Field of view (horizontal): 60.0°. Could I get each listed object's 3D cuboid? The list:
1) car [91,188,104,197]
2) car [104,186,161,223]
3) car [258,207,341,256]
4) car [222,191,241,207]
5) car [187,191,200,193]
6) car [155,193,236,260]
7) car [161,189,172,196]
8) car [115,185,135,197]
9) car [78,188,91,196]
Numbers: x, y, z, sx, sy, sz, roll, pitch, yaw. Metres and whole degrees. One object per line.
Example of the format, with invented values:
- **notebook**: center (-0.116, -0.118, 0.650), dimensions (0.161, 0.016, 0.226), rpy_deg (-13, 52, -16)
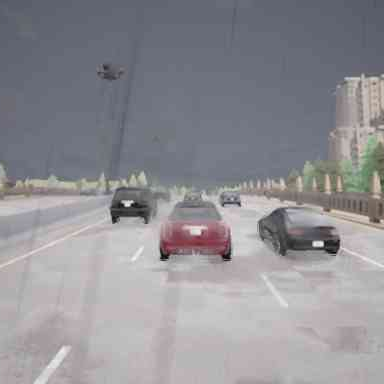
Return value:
- **car**: center (-14.054, 0.028, 52.786), dimensions (1.812, 1.442, 4.674), rpy_deg (0, 1, 0)
- **car**: center (-3.398, 0.678, 20.206), dimensions (2.150, 2.045, 5.566), rpy_deg (0, 2, 0)
- **car**: center (3.601, 1.244, 11.781), dimensions (1.812, 1.442, 4.674), rpy_deg (0, 2, 0)
- **car**: center (3.608, 0.629, 32.189), dimensions (2.033, 1.411, 5.357), rpy_deg (0, 2, 0)
- **car**: center (0.102, 0.630, 32.159), dimensions (2.033, 1.411, 5.357), rpy_deg (0, 2, 0)
- **car**: center (0.100, 1.081, 11.433), dimensions (2.097, 1.767, 4.553), rpy_deg (0, 2, 0)
- **car**: center (-3.397, 0.395, 38.347), dimensions (1.837, 1.490, 4.892), rpy_deg (0, 2, 0)
- **car**: center (-10.557, -0.145, 52.725), dimensions (2.097, 1.767, 4.553), rpy_deg (0, 1, 0)
- **car**: center (-17.531, 0.037, 56.299), dimensions (2.033, 1.411, 5.357), rpy_deg (0, 0, 1)
